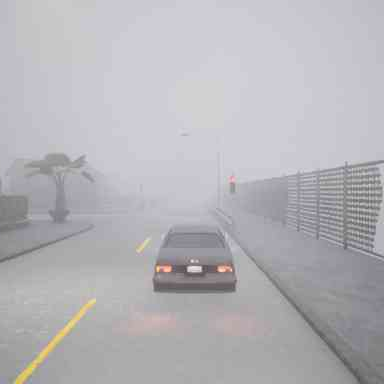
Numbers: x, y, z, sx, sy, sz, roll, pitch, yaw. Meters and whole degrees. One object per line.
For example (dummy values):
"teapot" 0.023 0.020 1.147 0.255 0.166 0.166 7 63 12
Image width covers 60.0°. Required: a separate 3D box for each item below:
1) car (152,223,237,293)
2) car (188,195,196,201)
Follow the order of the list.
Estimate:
"car" 0.072 1.546 8.972 2.033 1.411 5.357 0 0 1
"car" 0.088 1.536 86.622 1.994 1.385 4.181 0 0 0
